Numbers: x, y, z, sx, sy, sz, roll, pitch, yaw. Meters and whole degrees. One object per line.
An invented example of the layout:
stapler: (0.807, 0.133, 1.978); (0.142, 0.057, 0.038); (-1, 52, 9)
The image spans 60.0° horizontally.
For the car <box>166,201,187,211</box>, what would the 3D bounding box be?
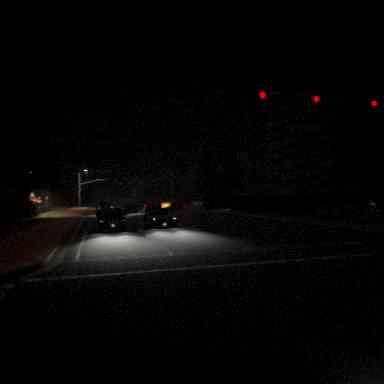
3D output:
car: (-2.240, 2.248, 50.623); (1.895, 1.301, 4.718); (-1, -1, -15)

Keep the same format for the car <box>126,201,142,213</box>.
car: (-8.711, 2.242, 47.376); (1.812, 1.442, 4.674); (-1, -1, -15)

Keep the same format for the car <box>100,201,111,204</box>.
car: (-11.963, 2.106, 45.995); (2.097, 1.767, 4.553); (-1, -1, -15)

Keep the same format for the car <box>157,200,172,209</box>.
car: (-5.059, 2.289, 60.460); (1.882, 1.535, 5.008); (-1, -1, -16)

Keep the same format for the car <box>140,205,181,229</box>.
car: (-2.459, 1.946, 24.933); (1.895, 1.301, 4.718); (-1, -1, -16)

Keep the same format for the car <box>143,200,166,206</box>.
car: (-5.717, 2.051, 50.061); (2.097, 1.767, 4.553); (-1, -1, -15)

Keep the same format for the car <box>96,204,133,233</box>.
car: (-5.573, 1.867, 23.072); (2.128, 1.511, 4.902); (-1, -1, -16)
